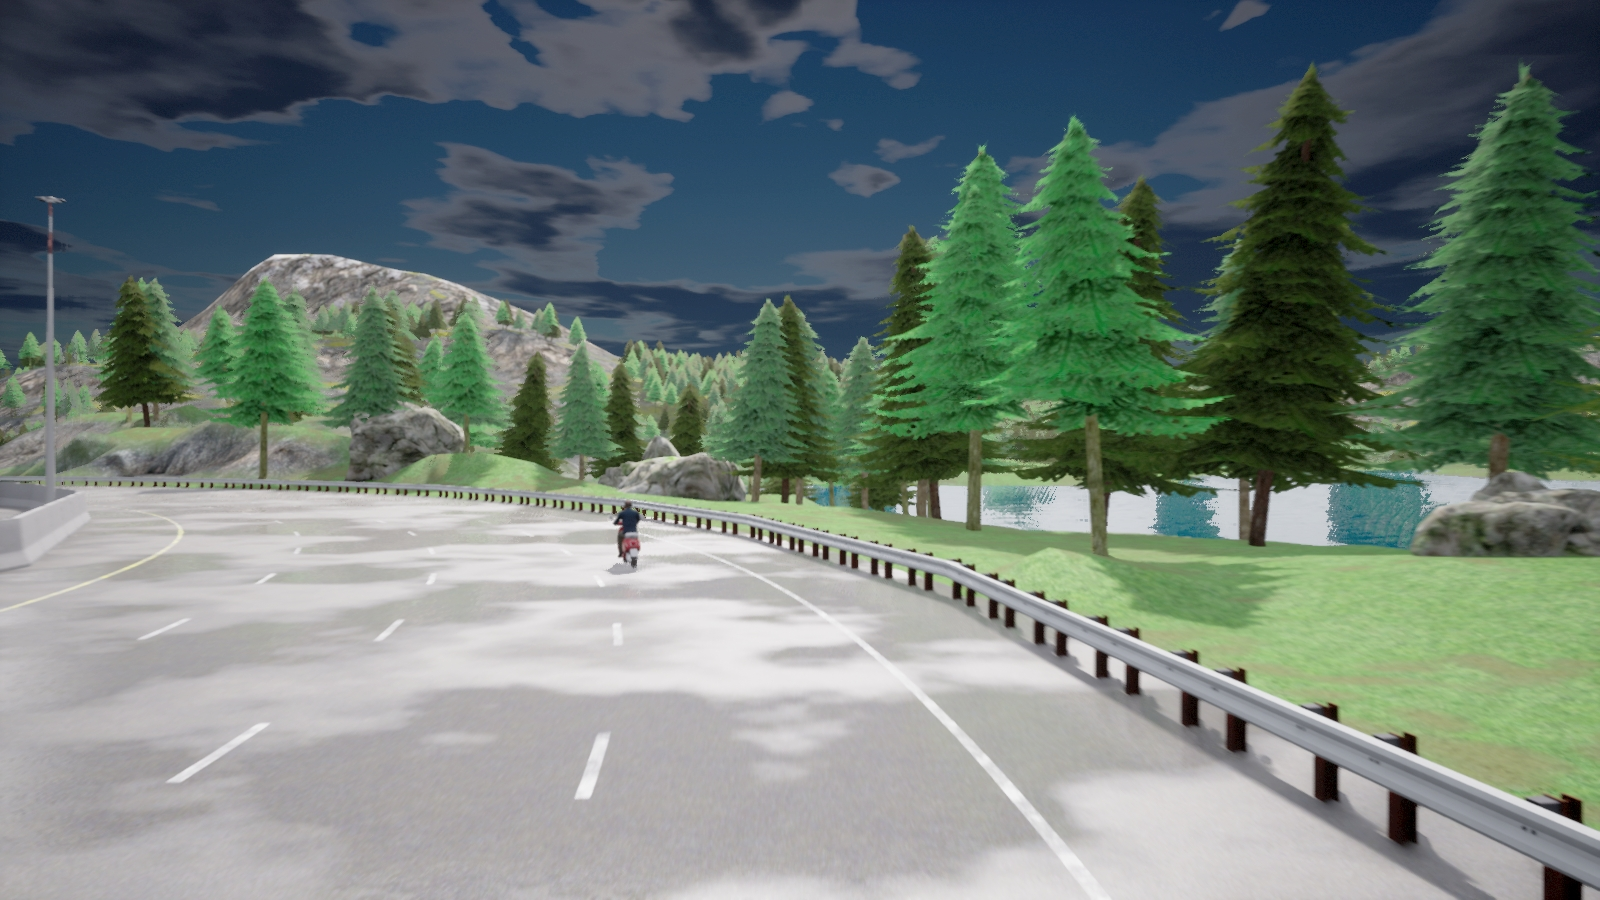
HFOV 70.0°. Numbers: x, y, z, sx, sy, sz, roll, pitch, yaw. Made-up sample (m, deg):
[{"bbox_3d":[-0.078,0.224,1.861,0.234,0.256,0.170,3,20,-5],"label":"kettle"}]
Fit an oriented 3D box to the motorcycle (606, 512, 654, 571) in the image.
[{"bbox_3d":[-4.148,2.200,27.797,0.856,1.236,1.805,-2,1,-17],"label":"motorcycle"}]
